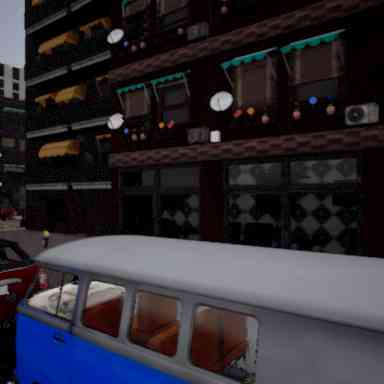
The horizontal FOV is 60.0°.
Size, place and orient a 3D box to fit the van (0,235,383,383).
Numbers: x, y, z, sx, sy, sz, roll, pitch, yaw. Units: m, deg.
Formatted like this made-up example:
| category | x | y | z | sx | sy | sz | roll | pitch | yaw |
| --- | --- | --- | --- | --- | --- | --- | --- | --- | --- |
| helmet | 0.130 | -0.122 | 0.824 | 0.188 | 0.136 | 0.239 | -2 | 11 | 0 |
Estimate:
| category | x | y | z | sx | sy | sz | roll | pitch | yaw |
| --- | --- | --- | --- | --- | --- | --- | --- | --- | --- |
| van | 0.100 | 1.354 | 2.798 | 3.998 | 1.788 | 1.690 | -1 | 0 | 35 |

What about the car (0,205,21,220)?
| category | x | y | z | sx | sy | sz | roll | pitch | yaw |
| --- | --- | --- | --- | --- | --- | --- | --- | --- | --- |
| car | -20.046 | 2.095 | 33.534 | 1.967 | 1.590 | 4.097 | -2 | -2 | 35 |

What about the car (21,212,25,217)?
| category | x | y | z | sx | sy | sz | roll | pitch | yaw |
| --- | --- | --- | --- | --- | --- | --- | --- | --- | --- |
| car | -16.988 | 2.282 | 37.925 | 1.752 | 1.417 | 4.829 | -2 | -2 | 35 |
